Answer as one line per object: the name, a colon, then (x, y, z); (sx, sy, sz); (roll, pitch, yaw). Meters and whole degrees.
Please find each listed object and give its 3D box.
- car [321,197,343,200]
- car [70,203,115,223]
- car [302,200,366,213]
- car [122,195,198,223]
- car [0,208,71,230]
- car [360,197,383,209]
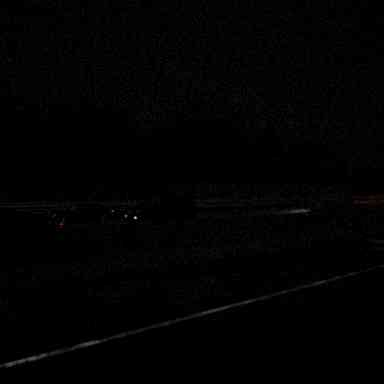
car: (17.487, 1.375, 42.238); (4.902, 1.511, 2.128); (0, 0, -35)
car: (-7.880, 1.536, 23.931); (4.674, 1.442, 1.812); (0, 0, -37)
car: (10.035, 1.525, 24.047); (5.357, 1.411, 2.033); (0, 0, -35)
car: (-2.178, 1.225, 23.929); (5.566, 2.045, 2.150); (-1, 0, -35)
car: (-8.626, 1.549, 15.035); (5.357, 1.411, 2.033); (0, 0, -36)
car: (21.905, 1.342, 41.087); (5.008, 1.535, 1.882); (-1, 0, -35)
